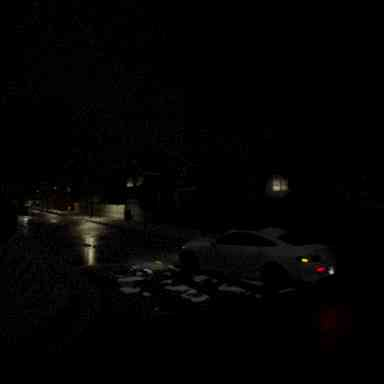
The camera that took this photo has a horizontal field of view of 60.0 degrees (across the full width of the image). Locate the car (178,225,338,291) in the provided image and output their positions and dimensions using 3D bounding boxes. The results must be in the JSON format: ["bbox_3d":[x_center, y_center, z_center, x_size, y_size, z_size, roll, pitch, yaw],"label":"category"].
[{"bbox_3d":[1.651,1.697,9.520,4.674,1.442,1.812,-1,1,43],"label":"car"}]

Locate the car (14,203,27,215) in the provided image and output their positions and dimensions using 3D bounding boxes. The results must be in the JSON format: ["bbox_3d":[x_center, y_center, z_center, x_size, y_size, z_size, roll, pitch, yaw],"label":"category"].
[{"bbox_3d":[-22.768,2.264,43.505,1.837,1.490,4.892,0,-1,-32],"label":"car"}]
